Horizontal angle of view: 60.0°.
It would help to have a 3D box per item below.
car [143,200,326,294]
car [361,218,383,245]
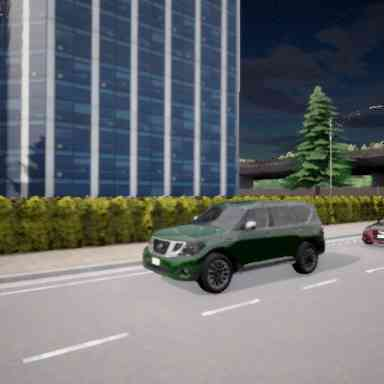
[{"bbox_3d":[1.427,1.267,9.274,5.566,2.045,2.150,0,0,-35],"label":"car"},{"bbox_3d":[9.471,1.678,14.922,4.181,1.385,1.994,1,0,-35],"label":"car"}]
